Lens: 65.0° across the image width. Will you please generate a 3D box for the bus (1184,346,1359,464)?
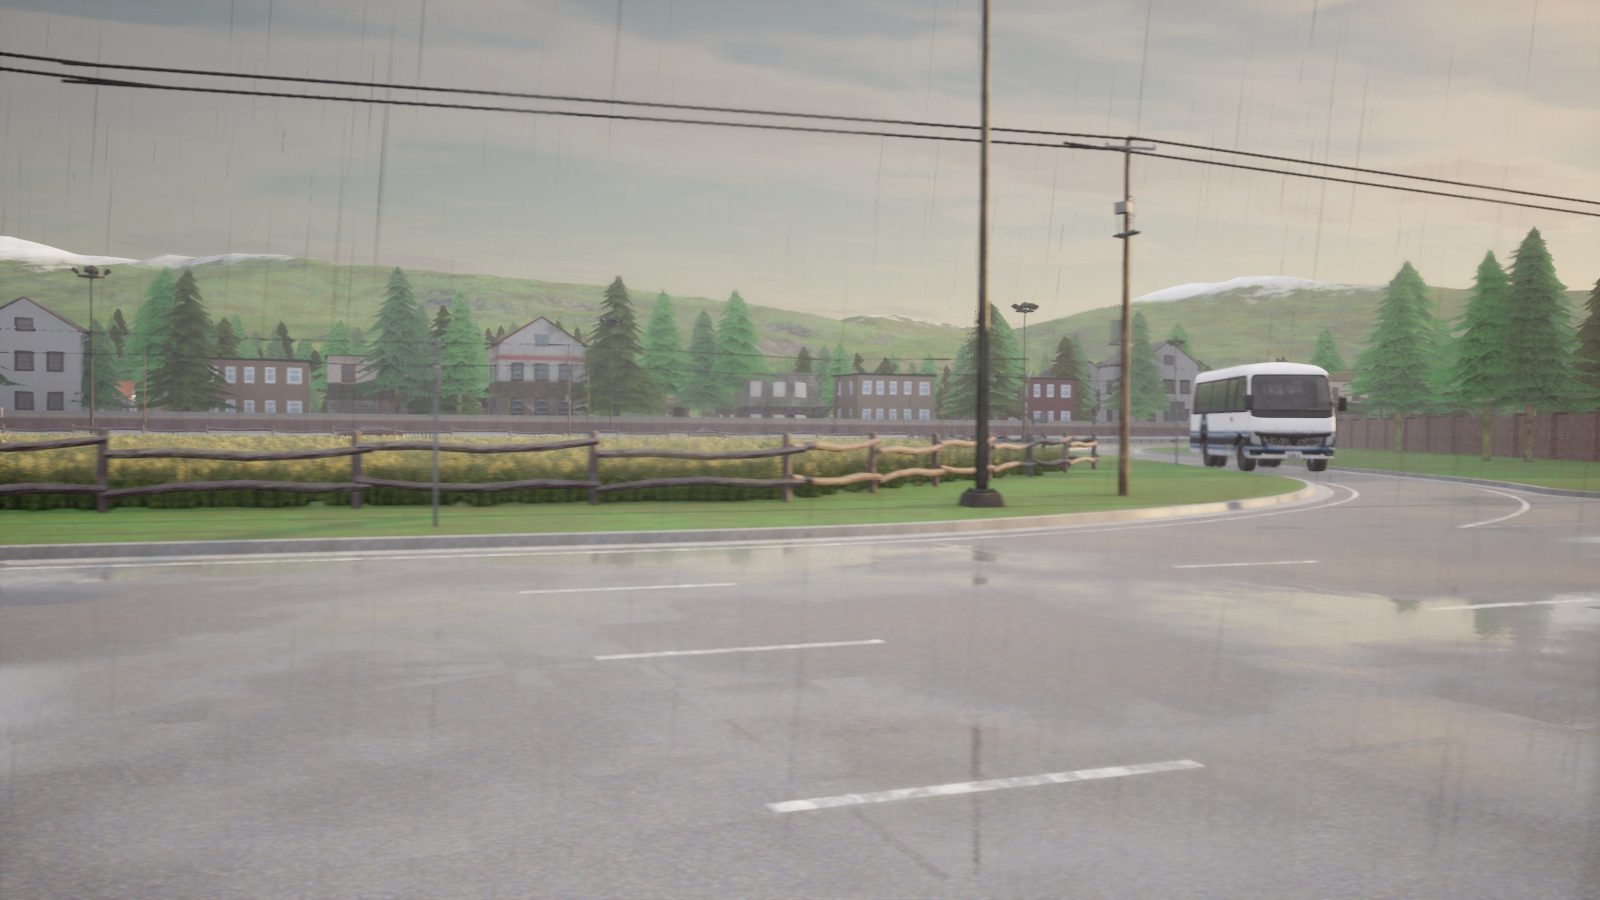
[{"bbox_3d":[18.862,-1.746,51.186,3.944,4.253,10.273,-1,1,5],"label":"bus"}]
